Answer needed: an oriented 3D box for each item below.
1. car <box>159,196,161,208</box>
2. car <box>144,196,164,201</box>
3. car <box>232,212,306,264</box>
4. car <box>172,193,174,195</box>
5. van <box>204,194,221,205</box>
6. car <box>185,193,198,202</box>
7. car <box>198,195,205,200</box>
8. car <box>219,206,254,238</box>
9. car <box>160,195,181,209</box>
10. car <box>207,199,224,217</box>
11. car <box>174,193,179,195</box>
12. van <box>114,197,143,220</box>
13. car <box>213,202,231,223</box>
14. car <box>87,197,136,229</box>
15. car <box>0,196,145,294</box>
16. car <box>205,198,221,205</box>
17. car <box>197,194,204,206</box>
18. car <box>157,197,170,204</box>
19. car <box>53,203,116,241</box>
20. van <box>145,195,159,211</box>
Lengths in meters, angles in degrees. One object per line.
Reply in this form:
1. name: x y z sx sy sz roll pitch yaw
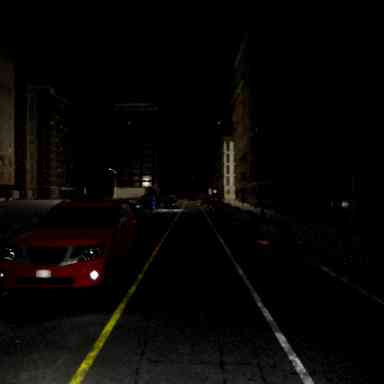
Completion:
1. car: -5.390 1.337 45.666 2.192 1.841 5.009 0 0 0
2. car: -9.451 1.555 83.369 4.718 1.301 1.895 0 0 8
3. car: 2.637 1.587 11.585 1.802 1.307 4.206 0 0 0
4. car: -5.391 1.471 68.385 1.967 1.590 4.097 0 0 0
5. van: 2.635 1.361 39.985 1.690 1.788 3.998 0 0 0
6. car: -0.004 1.387 72.058 2.033 1.411 5.357 0 0 0
7. car: 2.633 1.582 95.266 1.887 1.381 4.507 0 0 0
8. car: 2.637 1.590 17.265 1.802 1.307 4.206 0 0 0
9. car: -2.839 1.526 44.894 1.837 1.490 4.892 0 0 0
10. car: 2.636 1.564 28.625 2.008 1.369 4.403 0 0 0
11. car: -5.392 1.477 95.265 1.967 1.590 4.097 0 0 0
12. van: -5.389 1.354 28.625 1.690 1.788 3.998 0 0 0
13. car: 2.636 1.592 22.945 1.802 1.307 4.206 0 0 0
14. car: -5.389 1.325 22.945 2.192 1.841 5.009 0 0 0
15. car: -2.845 1.227 9.159 2.150 2.045 5.566 0 0 0
16. car: 2.636 1.582 34.306 1.947 1.339 4.313 0 0 0
17. car: 2.223 1.484 53.974 1.801 1.575 5.366 0 0 0
18. car: -5.391 1.581 62.705 2.008 1.369 4.403 0 0 0
19. car: -5.389 1.447 17.266 1.967 1.590 4.097 0 0 0
20. van: -5.390 1.360 39.985 1.690 1.788 3.998 0 0 0
